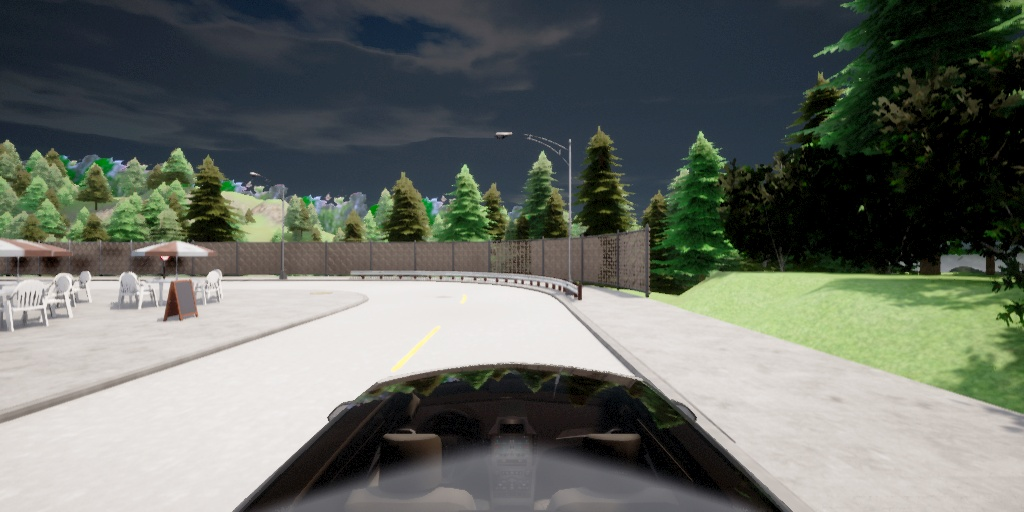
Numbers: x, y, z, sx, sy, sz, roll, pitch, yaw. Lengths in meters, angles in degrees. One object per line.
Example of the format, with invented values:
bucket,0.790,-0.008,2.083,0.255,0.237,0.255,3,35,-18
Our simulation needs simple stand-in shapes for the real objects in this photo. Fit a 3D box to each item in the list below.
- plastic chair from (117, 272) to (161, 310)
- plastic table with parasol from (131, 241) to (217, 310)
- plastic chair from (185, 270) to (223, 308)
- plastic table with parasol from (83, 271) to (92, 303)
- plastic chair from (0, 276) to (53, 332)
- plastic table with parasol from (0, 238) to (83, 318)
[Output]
plastic chair,-13.530,1.258,12.989,0.750,1.272,0.730,0,0,0
plastic table with parasol,-13.370,0.654,14.299,2.482,2.480,2.482,0,0,0
plastic chair,-12.120,1.258,14.149,0.730,1.272,0.750,0,0,0
plastic table with parasol,-17.680,0.653,12.839,2.482,2.480,2.482,0,0,0
plastic chair,-12.839,1.257,9.319,0.730,1.272,0.750,0,0,0
plastic table with parasol,-14.090,0.653,9.438,2.482,2.480,2.482,0,0,0
